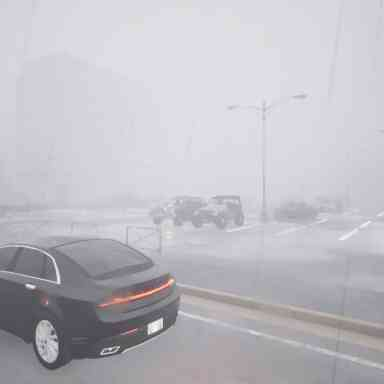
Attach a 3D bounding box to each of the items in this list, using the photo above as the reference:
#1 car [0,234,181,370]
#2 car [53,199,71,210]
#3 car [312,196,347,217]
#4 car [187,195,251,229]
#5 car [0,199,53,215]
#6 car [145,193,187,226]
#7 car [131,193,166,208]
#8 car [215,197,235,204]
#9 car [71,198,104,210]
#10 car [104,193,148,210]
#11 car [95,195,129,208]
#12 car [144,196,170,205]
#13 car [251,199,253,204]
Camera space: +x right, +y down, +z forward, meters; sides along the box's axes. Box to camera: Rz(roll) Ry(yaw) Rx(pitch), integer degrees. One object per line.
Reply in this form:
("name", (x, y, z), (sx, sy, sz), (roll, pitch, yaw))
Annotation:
("car", (-2.448, 1.505, 5.747), (4.892, 1.490, 1.837), (0, 0, 36))
("car", (-17.161, 1.547, 41.507), (2.033, 1.411, 5.357), (0, 0, 34))
("car", (13.761, 1.395, 33.160), (1.970, 1.475, 3.806), (0, 0, 34))
("car", (1.714, 1.156, 20.226), (1.905, 1.878, 3.866), (0, 0, 34))
("car", (-17.489, 1.601, 34.753), (1.895, 1.301, 4.718), (0, 0, 34))
("car", (-0.650, 1.153, 21.896), (1.932, 1.855, 4.605), (0, 0, 34))
("car", (-6.600, 1.221, 50.875), (2.150, 2.045, 5.566), (0, 0, 34))
("car", (6.400, 1.600, 63.601), (1.895, 1.301, 4.718), (0, 0, 34))
("car", (-12.487, 1.526, 42.164), (1.812, 1.442, 4.674), (0, 0, 34))
("car", (-7.988, 1.221, 42.212), (2.150, 2.045, 5.566), (0, 0, 34))
("car", (-11.824, 1.352, 49.424), (2.097, 1.767, 4.553), (0, 0, 34))
("car", (-6.044, 1.526, 57.934), (1.812, 1.442, 4.674), (0, 0, 35))
("car", (9.855, 1.505, 62.469), (1.837, 1.490, 4.892), (0, 0, 34))
